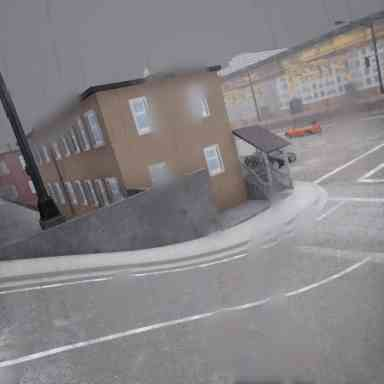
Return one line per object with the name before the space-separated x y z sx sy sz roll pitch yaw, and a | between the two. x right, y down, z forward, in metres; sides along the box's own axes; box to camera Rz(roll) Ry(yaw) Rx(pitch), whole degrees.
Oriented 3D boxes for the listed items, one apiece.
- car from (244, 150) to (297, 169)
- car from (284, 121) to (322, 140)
car | 6.407 -2.812 27.788 1.837 1.490 4.892 -23 13 -32
car | 13.536 -7.694 41.031 2.097 1.767 4.553 -23 13 -32
